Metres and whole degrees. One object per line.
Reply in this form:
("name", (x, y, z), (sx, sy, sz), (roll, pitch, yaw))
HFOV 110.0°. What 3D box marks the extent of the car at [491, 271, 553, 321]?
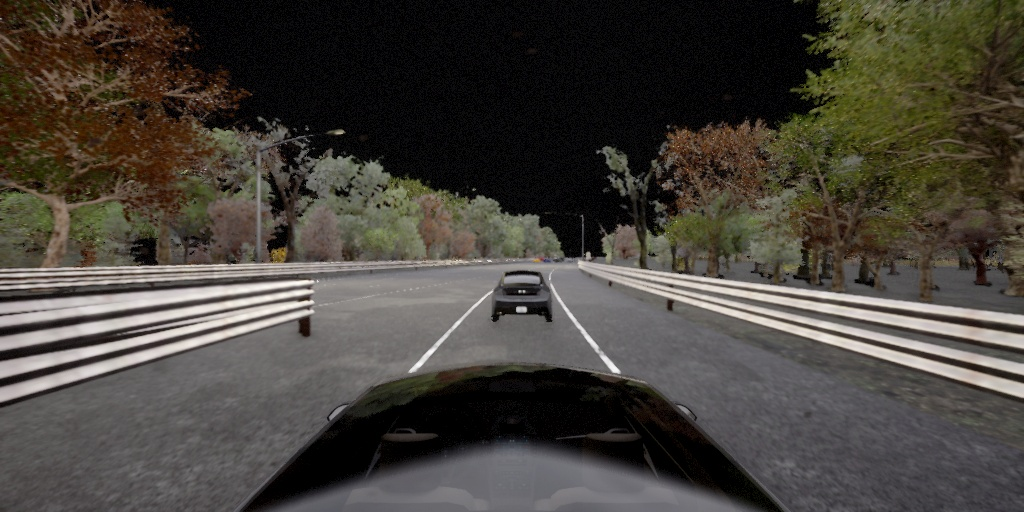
("car", (0.358, 1.238, 12.383), (1.837, 1.490, 4.892), (0, 0, 2))
